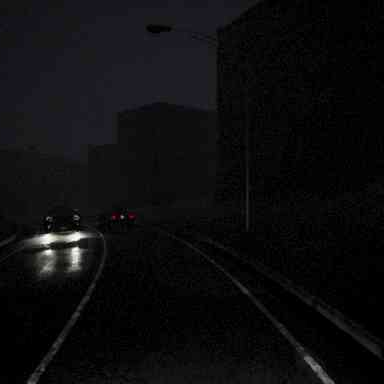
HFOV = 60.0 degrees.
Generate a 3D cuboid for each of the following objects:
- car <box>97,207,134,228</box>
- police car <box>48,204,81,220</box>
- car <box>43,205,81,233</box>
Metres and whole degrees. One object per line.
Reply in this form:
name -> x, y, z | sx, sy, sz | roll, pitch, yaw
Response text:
car -> -5.794, 1.810, 24.868 | 2.033, 1.411, 5.357 | -1, -1, -25
police car -> -14.943, 2.309, 38.822 | 2.038, 1.542, 4.974 | -3, -1, -40
car -> -8.724, 1.670, 22.153 | 2.097, 1.767, 4.553 | -1, -1, -25
